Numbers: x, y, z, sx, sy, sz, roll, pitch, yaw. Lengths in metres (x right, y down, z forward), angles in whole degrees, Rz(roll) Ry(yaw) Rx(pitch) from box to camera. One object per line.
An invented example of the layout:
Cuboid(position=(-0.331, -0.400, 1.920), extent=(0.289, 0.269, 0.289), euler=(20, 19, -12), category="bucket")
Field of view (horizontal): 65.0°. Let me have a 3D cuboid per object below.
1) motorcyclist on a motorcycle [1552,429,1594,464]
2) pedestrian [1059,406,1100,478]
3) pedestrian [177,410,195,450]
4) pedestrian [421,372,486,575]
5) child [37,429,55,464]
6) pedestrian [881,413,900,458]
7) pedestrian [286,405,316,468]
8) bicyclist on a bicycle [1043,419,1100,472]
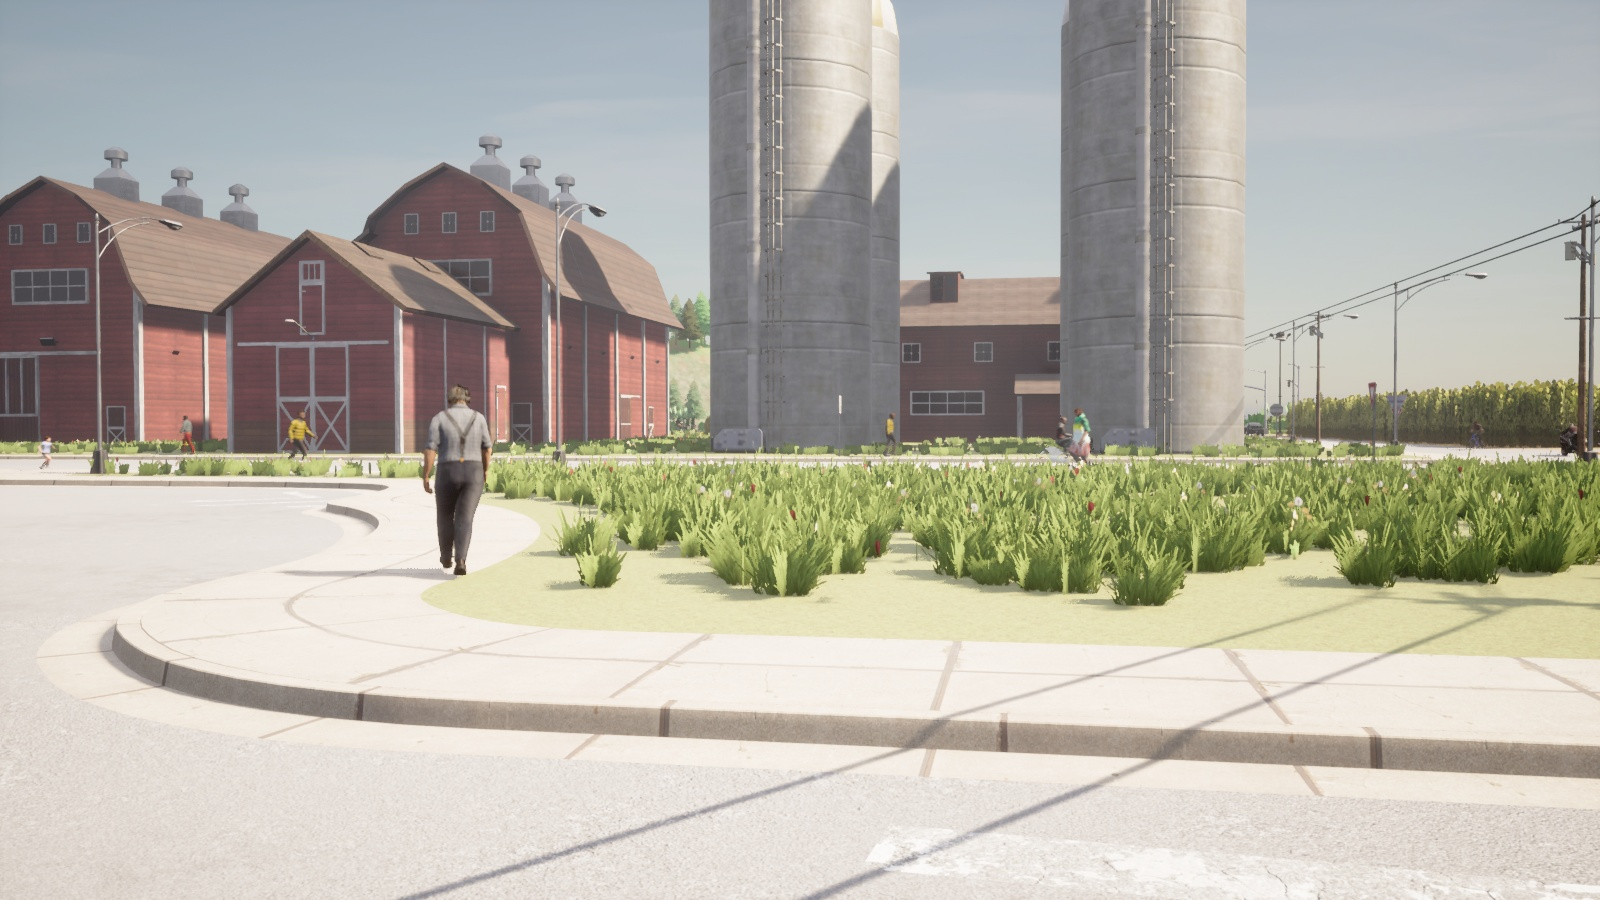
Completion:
Cuboid(position=(34.784, -0.169, 56.559), extent=(0.866, 1.530, 2.191), euler=(1, 1, 10), category="motorcyclist on a motorcycle")
Cuboid(position=(7.719, -0.224, 34.714), extent=(0.873, 1.952, 0.659), euler=(0, 1, -13), category="pedestrian")
Cuboid(position=(-28.172, -0.915, 57.629), extent=(0.614, 1.847, 0.353), euler=(0, 1, 1), category="pedestrian")
Cuboid(position=(-3.267, 0.210, 11.828), extent=(0.540, 1.848, 0.694), euler=(0, 1, -19), category="pedestrian")
Cuboid(position=(-23.849, -0.123, 39.729), extent=(0.394, 1.110, 0.255), euler=(1, 1, 10), category="child")
Cuboid(position=(3.727, -0.609, 51.520), extent=(0.726, 1.835, 0.370), euler=(1, 1, 11), category="pedestrian")
Cuboid(position=(-14.915, -0.407, 37.523), extent=(0.709, 1.840, 0.431), euler=(0, 1, 7), category="pedestrian")
Cuboid(position=(9.187, -0.169, 42.504), extent=(1.843, 1.776, 0.659), euler=(0, 1, 10), category="bicyclist on a bicycle")
